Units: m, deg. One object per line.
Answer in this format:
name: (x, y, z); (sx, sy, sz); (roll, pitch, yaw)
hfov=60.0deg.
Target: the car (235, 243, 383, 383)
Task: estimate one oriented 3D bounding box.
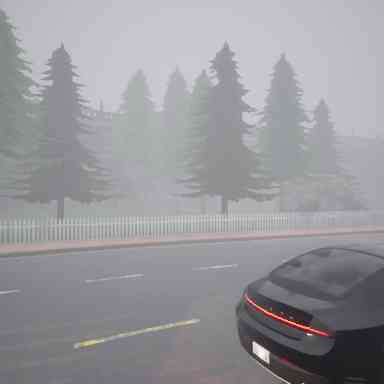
car: (2.948, 1.505, 4.679); (4.892, 1.490, 1.837); (0, 0, -25)
